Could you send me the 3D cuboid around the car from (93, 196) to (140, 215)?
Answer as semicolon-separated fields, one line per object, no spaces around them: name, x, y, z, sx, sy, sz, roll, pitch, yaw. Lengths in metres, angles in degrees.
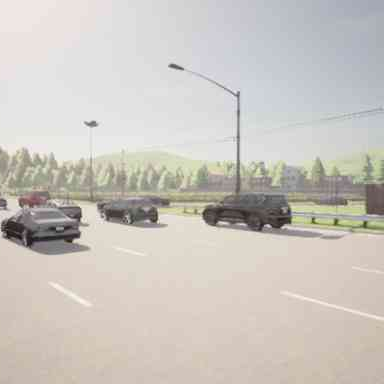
car;-7.016;1.195;30.475;2.128;1.511;4.902;0;1;-42

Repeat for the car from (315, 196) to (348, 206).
car;18.729;1.213;44.758;4.181;1.385;1.994;0;1;-17

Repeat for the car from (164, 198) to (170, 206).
car;-5.186;1.097;40.471;5.008;1.535;1.882;0;1;4

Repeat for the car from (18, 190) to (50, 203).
car;-17.379;0.839;36.774;2.150;2.045;5.566;0;1;-42

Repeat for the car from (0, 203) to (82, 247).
car;-6.626;1.398;14.327;2.033;1.411;5.357;0;1;-42

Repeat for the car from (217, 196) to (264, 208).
car;6.026;1.193;41.171;5.357;1.411;2.033;0;1;-13

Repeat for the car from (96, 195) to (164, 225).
car;-4.230;1.139;22.137;2.097;1.767;4.553;0;1;-42

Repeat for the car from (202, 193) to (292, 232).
car;3.036;1.057;19.282;2.150;2.045;5.566;0;1;-42

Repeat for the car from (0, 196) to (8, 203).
car;-21.578;1.088;36.212;1.882;1.535;5.008;0;1;-42

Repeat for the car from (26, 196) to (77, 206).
car;-9.047;1.264;22.264;2.128;1.511;4.902;0;1;-42
